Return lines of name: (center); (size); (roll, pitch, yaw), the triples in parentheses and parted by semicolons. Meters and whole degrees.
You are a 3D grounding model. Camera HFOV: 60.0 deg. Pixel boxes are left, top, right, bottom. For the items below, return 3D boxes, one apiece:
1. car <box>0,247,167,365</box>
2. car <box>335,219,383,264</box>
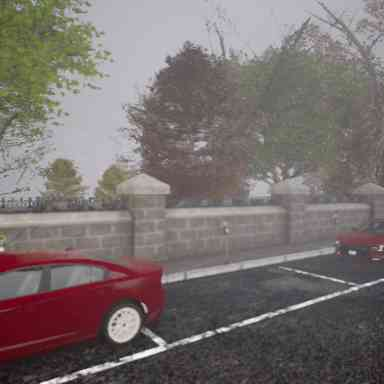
car: (-2.513, 1.547, 4.766); (4.507, 1.381, 1.887); (0, 0, -35)
car: (6.659, 1.588, 11.305); (4.507, 1.381, 1.887); (0, 0, -35)
